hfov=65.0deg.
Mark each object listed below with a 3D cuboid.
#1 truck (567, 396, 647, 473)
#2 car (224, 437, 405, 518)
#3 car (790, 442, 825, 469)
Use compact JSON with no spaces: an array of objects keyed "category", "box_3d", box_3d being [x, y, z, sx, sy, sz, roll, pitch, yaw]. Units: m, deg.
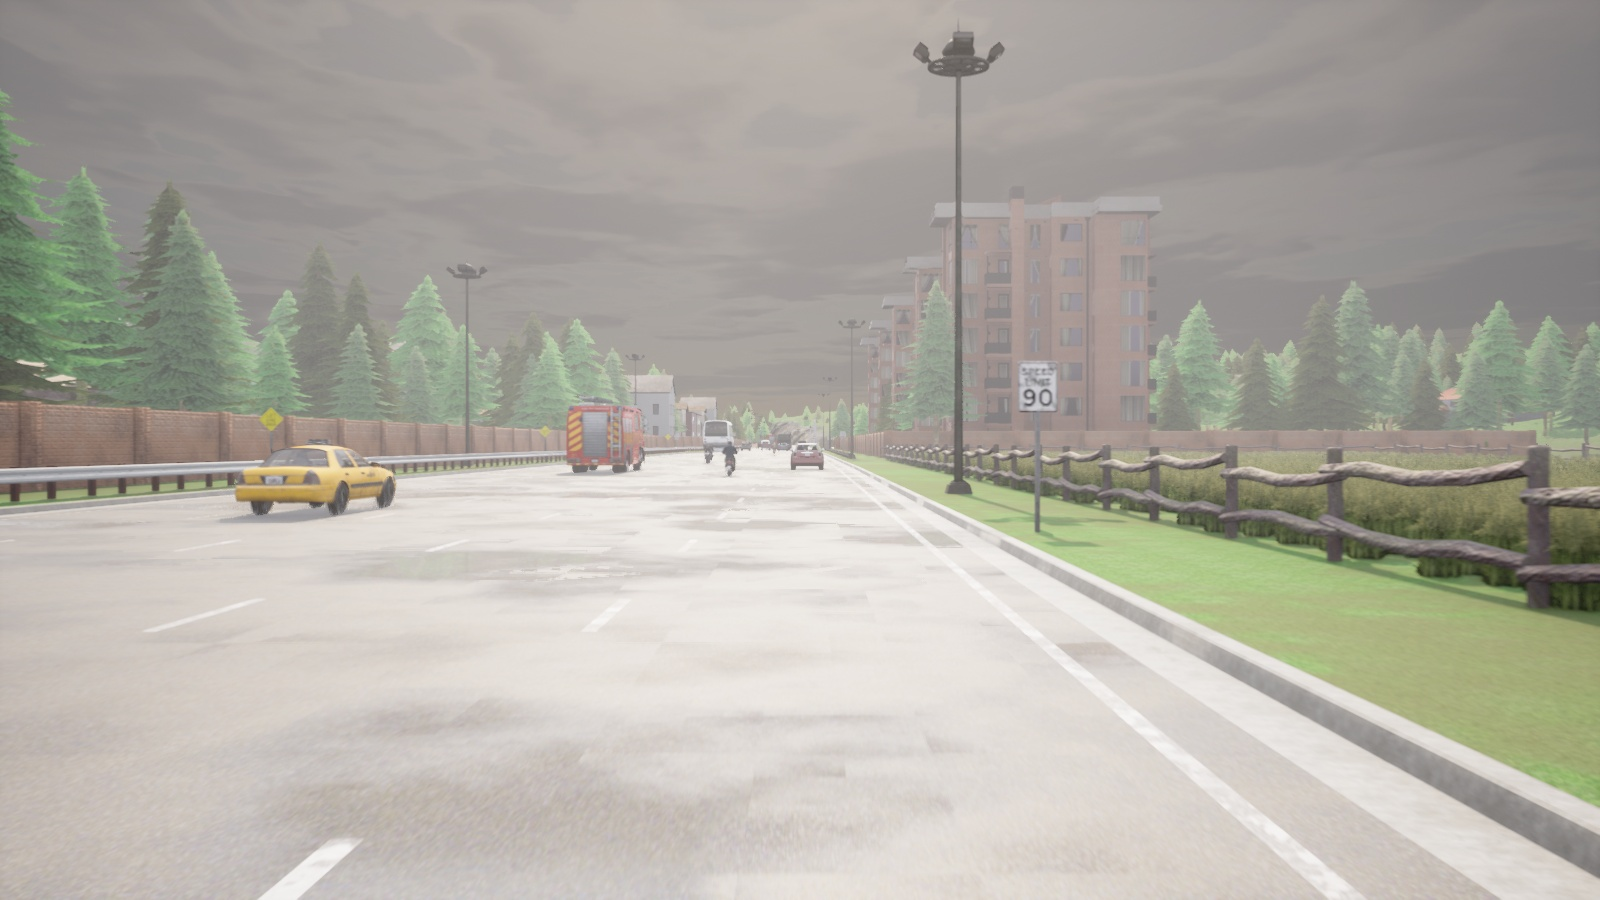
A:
[{"category":"truck","box_3d":[-10.107,-0.801,66.489,2.891,3.827,8.468,0,0,0]},{"category":"car","box_3d":[-10.328,0.522,27.211,1.801,1.575,5.366,0,0,0]},{"category":"car","box_3d":[0.406,0.309,71.555,1.970,1.475,3.806,0,0,0]}]
